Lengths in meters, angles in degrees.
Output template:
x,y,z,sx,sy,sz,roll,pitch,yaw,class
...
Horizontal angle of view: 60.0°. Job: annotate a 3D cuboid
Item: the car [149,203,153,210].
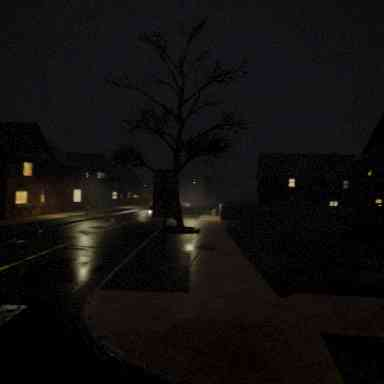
x,y,z,sx,sy,sz,roll,pitch,yaw,class
-4.656,1.860,47.594,2.033,1.411,5.357,2,0,6,car
